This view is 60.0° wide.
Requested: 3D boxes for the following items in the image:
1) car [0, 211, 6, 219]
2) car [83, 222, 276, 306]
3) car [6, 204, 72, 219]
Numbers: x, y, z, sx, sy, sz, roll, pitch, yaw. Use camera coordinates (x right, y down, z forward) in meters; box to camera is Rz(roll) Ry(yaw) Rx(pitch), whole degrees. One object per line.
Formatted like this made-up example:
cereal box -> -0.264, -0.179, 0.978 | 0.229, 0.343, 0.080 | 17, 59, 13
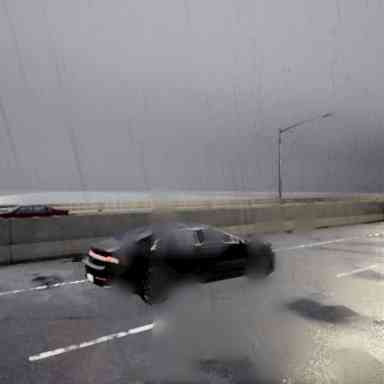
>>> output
car -> -12.253, 1.525, 16.742 | 4.674, 1.442, 1.812 | 0, 0, -35
car -> -0.044, 1.471, 8.004 | 4.902, 1.511, 2.128 | 0, 0, -35
car -> -10.818, 1.529, 22.064 | 5.357, 1.411, 2.033 | 0, 0, -35
